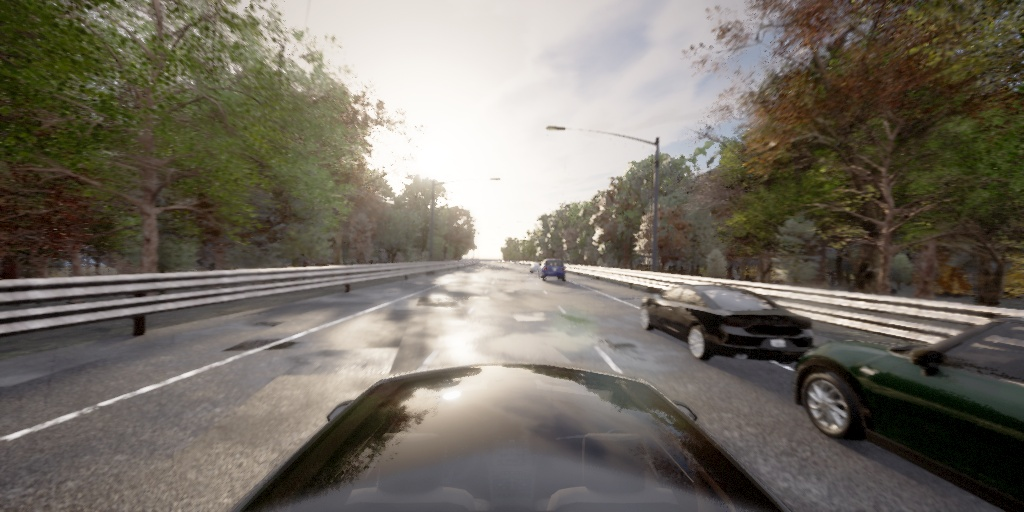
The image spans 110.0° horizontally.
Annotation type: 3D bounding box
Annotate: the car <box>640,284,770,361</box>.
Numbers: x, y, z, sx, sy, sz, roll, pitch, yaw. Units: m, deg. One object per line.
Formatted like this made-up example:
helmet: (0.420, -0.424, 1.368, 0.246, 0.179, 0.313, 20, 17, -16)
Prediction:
car: (4.767, 1.418, 8.864, 1.882, 1.535, 5.008, 2, 0, 1)

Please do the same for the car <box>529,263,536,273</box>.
car: (3.576, 1.737, 51.432, 1.812, 1.442, 4.674, 2, 0, -1)

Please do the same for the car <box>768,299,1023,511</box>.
car: (4.699, 1.252, 2.796, 2.097, 1.767, 4.553, 2, 0, 1)

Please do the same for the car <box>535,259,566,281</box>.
car: (3.814, 1.308, 34.522, 2.150, 2.045, 5.566, 2, 0, 0)
